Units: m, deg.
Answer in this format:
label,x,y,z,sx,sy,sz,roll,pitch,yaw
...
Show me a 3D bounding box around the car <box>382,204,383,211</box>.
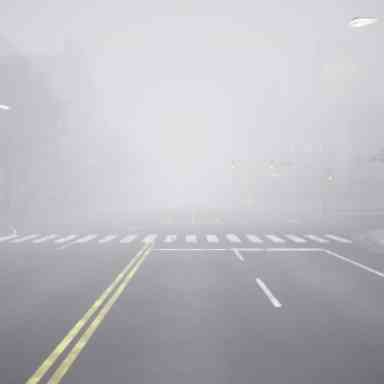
label,x,y,z,sx,sy,sz,roll,pitch,yaw
car,24.321,1.432,38.089,4.553,1.767,2.097,0,0,0
